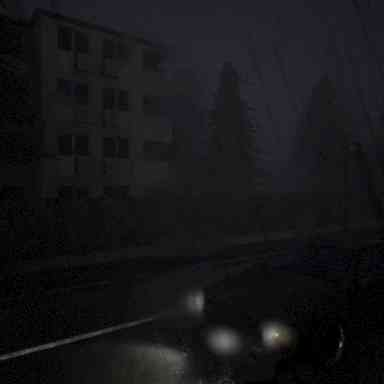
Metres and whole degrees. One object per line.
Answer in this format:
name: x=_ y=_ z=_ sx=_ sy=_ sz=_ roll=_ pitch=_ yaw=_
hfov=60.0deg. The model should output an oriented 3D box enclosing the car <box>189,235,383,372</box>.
car: x=2.573 y=1.518 z=5.826 sx=5.357 sy=1.411 sz=2.033 roll=0 pitch=0 yaw=-36
